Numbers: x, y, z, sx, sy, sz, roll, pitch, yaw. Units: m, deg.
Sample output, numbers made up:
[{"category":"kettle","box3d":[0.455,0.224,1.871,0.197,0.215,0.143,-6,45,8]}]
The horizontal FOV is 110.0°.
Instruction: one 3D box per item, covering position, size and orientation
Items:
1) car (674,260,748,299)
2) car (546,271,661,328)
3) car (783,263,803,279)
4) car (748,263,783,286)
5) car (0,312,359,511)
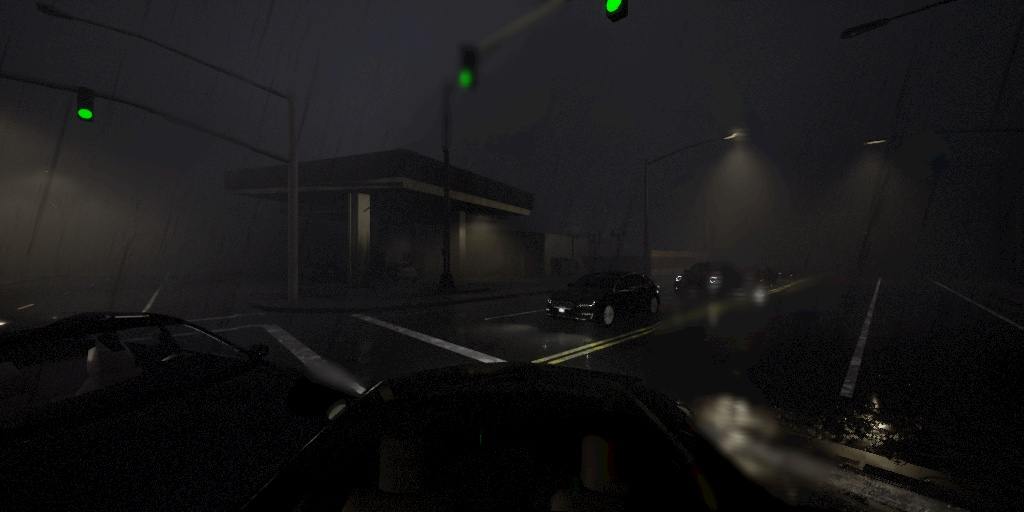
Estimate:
[{"category":"car","box3d":[10.092,1.102,18.333,4.553,1.767,2.097,0,0,-44]},{"category":"car","box3d":[3.115,1.255,11.627,4.892,1.490,1.837,0,0,-44]},{"category":"car","box3d":[24.432,1.314,32.009,4.181,1.385,1.994,0,0,-43]},{"category":"car","box3d":[17.157,1.314,25.102,4.181,1.385,1.994,0,0,-45]},{"category":"car","box3d":[-3.368,1.242,2.739,4.902,1.511,2.128,0,0,16]}]
